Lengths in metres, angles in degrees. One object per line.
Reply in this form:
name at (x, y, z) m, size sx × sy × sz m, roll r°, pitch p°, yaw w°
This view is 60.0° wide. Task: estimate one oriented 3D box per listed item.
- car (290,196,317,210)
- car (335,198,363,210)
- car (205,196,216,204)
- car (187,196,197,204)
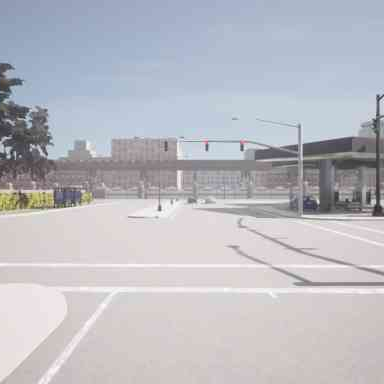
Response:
car at (13.249, 1.295, 39.729) m, size 2.242 × 1.667 × 4.611 m, roll 0°, pitch 0°, yaw 0°
car at (18.995, 1.456, 40.486) m, size 1.970 × 1.475 × 3.806 m, roll 0°, pitch 0°, yaw 0°
car at (3.563, 1.525, 64.414) m, size 1.812 × 1.442 × 4.674 m, roll 0°, pitch 0°, yaw 0°
car at (0.063, 1.547, 64.417) m, size 2.033 × 1.411 × 5.357 m, roll 0°, pitch 0°, yaw 0°
